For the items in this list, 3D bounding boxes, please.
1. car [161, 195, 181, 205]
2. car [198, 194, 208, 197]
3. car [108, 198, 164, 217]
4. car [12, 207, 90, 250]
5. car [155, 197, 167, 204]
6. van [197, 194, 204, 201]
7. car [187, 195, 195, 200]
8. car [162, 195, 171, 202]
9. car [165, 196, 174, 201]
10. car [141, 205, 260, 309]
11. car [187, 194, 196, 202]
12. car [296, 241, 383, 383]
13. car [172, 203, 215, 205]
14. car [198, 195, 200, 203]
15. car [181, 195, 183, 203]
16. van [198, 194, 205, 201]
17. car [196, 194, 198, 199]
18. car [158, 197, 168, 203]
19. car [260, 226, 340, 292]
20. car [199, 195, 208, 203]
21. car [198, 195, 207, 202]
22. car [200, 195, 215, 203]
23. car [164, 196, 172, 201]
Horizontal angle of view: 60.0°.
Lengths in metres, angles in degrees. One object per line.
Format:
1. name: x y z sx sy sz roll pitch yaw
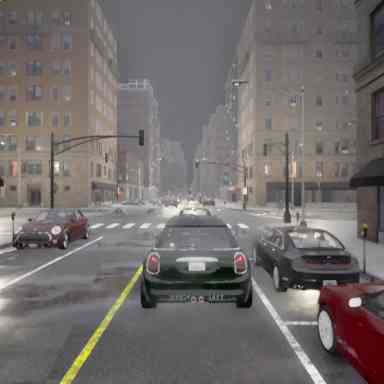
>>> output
1. car: -3.085 1.565 50.206 2.033 1.411 5.357 0 0 -1
2. car: 2.580 1.566 63.772 1.752 1.417 4.829 0 0 0
3. car: -5.199 1.488 30.242 4.674 1.442 1.812 0 0 0
4. car: -5.818 1.438 14.169 1.967 1.590 4.097 0 0 0
5. car: -5.944 1.584 63.547 1.887 1.381 4.507 0 0 0
6. van: 2.384 1.462 91.138 1.690 1.788 3.998 0 0 0
7. car: -0.280 1.501 90.066 1.994 1.385 4.181 0 0 0
8. car: -6.062 1.522 80.071 1.967 1.590 4.097 0 0 0
9. car: -6.142 1.686 91.086 1.947 1.339 4.313 0 0 0
10. car: 0.066 1.351 8.058 2.097 1.767 4.553 0 0 -1
11. car: -0.208 1.670 80.091 1.895 1.301 4.718 0 0 0
12. car: 2.682 1.544 3.170 1.887 1.381 4.507 0 0 0
13. car: 0.133 1.490 15.361 2.128 1.511 4.902 0 0 0
14. car: 2.621 1.595 58.095 1.947 1.339 4.313 0 0 0
15. car: -3.139 1.633 60.023 1.895 1.301 4.718 0 0 0
16. van: 2.424 1.442 85.631 1.690 1.788 3.998 0 0 0
17. car: 2.542 1.367 69.110 2.192 1.841 5.009 0 0 0
18. car: -5.984 1.633 69.054 1.802 1.307 4.206 0 0 0
19. car: 2.694 1.549 8.662 2.008 1.369 4.403 0 0 0
20. car: 2.502 1.506 74.617 1.967 1.590 4.097 0 0 0
21. car: 2.463 1.523 80.123 1.967 1.590 4.097 0 0 0
22. car: 2.660 1.566 52.588 1.887 1.381 4.507 0 0 0
23. car: -6.103 1.682 85.578 1.802 1.307 4.206 0 0 0
